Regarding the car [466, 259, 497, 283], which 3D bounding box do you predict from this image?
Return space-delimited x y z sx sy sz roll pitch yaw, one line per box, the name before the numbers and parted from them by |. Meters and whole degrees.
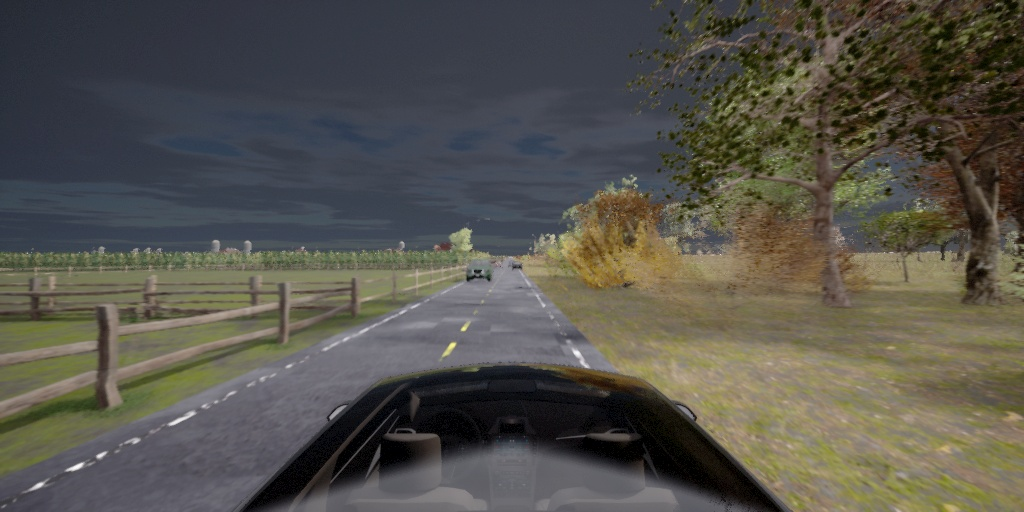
car | -2.844 1.283 32.529 2.150 2.045 5.566 0 0 0
